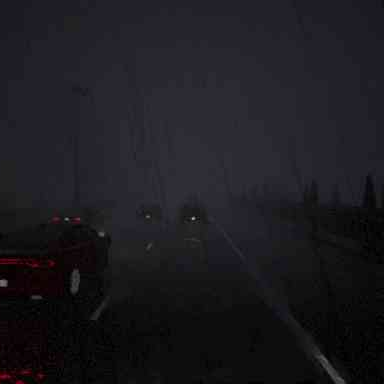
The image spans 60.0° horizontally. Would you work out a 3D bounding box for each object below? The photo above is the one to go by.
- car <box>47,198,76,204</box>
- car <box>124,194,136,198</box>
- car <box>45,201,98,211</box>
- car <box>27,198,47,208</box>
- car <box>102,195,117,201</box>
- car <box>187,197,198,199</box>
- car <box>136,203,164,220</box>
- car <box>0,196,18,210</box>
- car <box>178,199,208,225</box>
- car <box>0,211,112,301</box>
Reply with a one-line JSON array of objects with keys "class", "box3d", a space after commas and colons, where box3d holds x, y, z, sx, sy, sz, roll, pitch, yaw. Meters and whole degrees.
[{"class": "car", "box3d": [-14.110, 1.495, 37.784, 2.128, 1.511, 4.902, 0, 0, 0]}, {"class": "car", "box3d": [-14.794, 1.200, 80.608, 1.837, 1.490, 4.892, 0, 0, 14]}, {"class": "car", "box3d": [-6.910, 1.549, 20.805, 2.033, 1.411, 5.357, 0, 0, 0]}, {"class": "car", "box3d": [-17.608, 1.494, 39.139, 2.128, 1.511, 4.902, 0, 0, 0]}, {"class": "car", "box3d": [-19.101, 1.418, 77.123, 1.882, 1.535, 5.008, 0, 0, 8]}, {"class": "car", "box3d": [0.081, 1.354, 41.531, 2.097, 1.767, 4.553, 0, 0, 0]}, {"class": "car", "box3d": [-3.415, 1.603, 27.932, 1.895, 1.301, 4.718, 0, 0, 0]}, {"class": "car", "box3d": [-21.109, 1.354, 36.404, 2.097, 1.767, 4.553, 0, 0, 0]}, {"class": "car", "box3d": [0.088, 1.505, 24.206, 1.837, 1.490, 4.892, 0, 0, 0]}, {"class": "car", "box3d": [-3.404, 1.478, 8.427, 1.882, 1.535, 5.008, 0, 0, 0]}]
